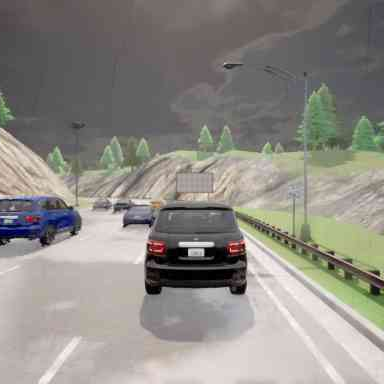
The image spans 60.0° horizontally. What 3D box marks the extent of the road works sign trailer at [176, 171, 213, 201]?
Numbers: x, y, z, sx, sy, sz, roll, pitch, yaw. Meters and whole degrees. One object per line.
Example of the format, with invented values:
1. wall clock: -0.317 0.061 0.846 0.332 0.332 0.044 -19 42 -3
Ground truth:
1. road works sign trailer: 0.182 0.464 21.594 2.380 3.560 2.880 0 0 0

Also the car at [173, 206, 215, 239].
1. car: 0.088 1.559 18.097 1.994 1.385 4.181 0 0 0

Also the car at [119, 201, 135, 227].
1. car: -3.439 1.563 22.884 1.994 1.385 4.181 0 0 0

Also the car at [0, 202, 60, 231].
1. car: -10.433 1.478 21.419 1.882 1.535 5.008 0 0 0

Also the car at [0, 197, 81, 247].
1. car: -6.924 1.219 15.280 2.150 2.045 5.566 0 0 0

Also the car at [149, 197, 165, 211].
1. car: -4.382 1.478 42.027 1.882 1.535 5.008 0 0 -6

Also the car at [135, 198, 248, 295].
1. car: 0.085 1.221 8.878 2.150 2.045 5.566 0 0 0

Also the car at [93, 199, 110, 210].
1. car: -11.350 1.546 42.128 2.033 1.411 5.357 0 0 -8

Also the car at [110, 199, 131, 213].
1. car: -7.381 1.506 36.410 1.837 1.490 4.892 0 0 -4
